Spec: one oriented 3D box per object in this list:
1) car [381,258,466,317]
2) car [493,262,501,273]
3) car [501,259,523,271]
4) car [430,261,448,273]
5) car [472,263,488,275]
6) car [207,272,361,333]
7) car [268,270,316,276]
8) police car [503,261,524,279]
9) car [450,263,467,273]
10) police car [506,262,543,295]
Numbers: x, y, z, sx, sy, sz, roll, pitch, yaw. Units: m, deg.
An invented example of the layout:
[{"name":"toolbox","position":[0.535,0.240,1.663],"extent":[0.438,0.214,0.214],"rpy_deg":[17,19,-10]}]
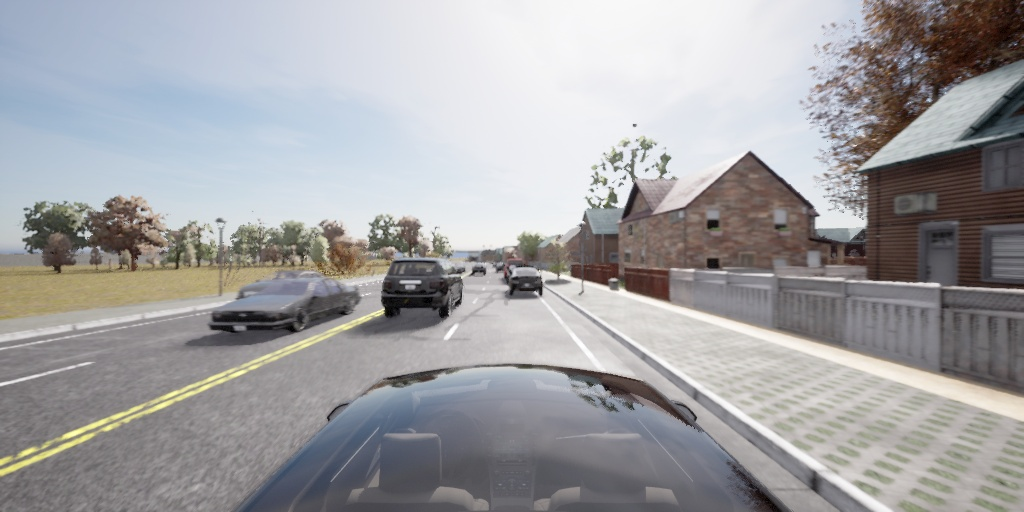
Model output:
[{"name":"car","position":[-3.231,1.099,13.916],"extent":[2.150,2.045,5.566],"rpy_deg":[0,-1,-1]},{"name":"car","position":[-1.577,1.817,55.527],"extent":[1.837,1.490,4.892],"rpy_deg":[0,-1,-4]},{"name":"car","position":[0.258,1.343,37.720],"extent":[2.150,2.045,5.566],"rpy_deg":[0,-1,-2]},{"name":"car","position":[-11.503,1.704,56.772],"extent":[2.097,1.767,4.553],"rpy_deg":[0,-1,-3]},{"name":"car","position":[-4.343,1.742,47.907],"extent":[1.837,1.490,4.892],"rpy_deg":[0,-1,-3]},{"name":"car","position":[-6.660,1.405,11.417],"extent":[2.033,1.411,5.357],"rpy_deg":[0,-1,-1]},{"name":"car","position":[-9.979,1.403,16.152],"extent":[2.128,1.511,4.902],"rpy_deg":[0,-1,-1]},{"name":"police car","position":[0.475,1.481,31.764],"extent":[1.930,1.638,5.238],"rpy_deg":[0,-1,-2]},{"name":"car","position":[-8.116,1.810,54.661],"extent":[2.128,1.511,4.902],"rpy_deg":[0,-1,-3]},{"name":"police car","position":[0.754,1.377,21.702],"extent":[1.930,1.638,5.238],"rpy_deg":[0,-1,-1]}]
